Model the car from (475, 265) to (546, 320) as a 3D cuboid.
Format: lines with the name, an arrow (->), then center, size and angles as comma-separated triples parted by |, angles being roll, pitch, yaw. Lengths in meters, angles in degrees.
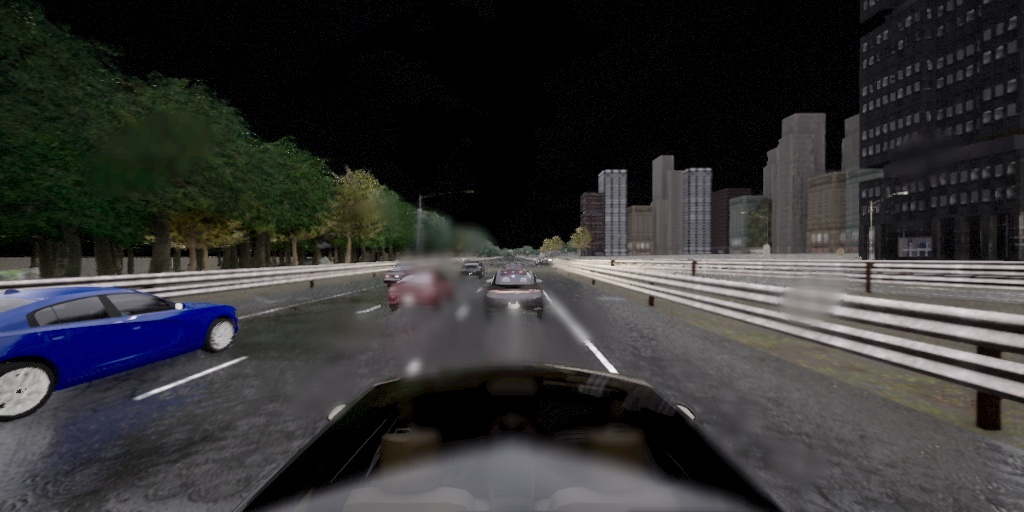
car -> 0.099, 1.236, 12.565 | 2.128, 1.511, 4.902 | 0, 0, 0

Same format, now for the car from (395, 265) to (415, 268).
car -> -6.895, 1.277, 24.038 | 2.033, 1.411, 5.357 | 0, 0, 0

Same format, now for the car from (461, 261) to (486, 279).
car -> -3.397, 1.217, 32.112 | 1.837, 1.490, 4.892 | 0, 0, 0

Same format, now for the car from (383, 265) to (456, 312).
car -> -3.400, 1.269, 14.121 | 1.812, 1.442, 4.674 | 0, 0, 0

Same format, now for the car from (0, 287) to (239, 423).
car -> -6.901, 1.227, 5.777 | 1.882, 1.535, 5.008 | 0, 0, 0
